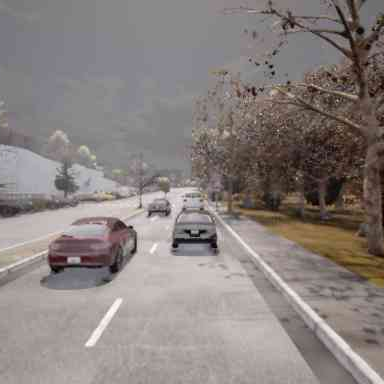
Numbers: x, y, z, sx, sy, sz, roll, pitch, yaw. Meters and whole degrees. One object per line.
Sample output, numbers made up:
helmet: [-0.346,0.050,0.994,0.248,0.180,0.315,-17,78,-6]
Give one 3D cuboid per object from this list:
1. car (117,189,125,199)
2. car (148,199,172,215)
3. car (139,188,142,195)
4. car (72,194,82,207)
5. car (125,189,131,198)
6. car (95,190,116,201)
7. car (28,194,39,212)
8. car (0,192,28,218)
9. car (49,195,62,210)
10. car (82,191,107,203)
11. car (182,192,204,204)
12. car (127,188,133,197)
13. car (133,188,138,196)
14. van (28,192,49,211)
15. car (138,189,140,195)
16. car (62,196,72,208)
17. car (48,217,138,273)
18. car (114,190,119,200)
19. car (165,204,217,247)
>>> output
car: [-16.812,0.622,66.105,5.566,2.045,2.435,-1,1,-20]
car: [-2.899,1.336,30.509,2.033,1.411,5.357,0,1,0]
car: [-16.812,0.355,90.109,5.008,1.535,2.097,-1,2,-20]
car: [-16.824,1.184,42.088,4.792,1.488,2.163,-1,0,-20]
car: [-16.659,0.764,72.161,5.366,1.575,1.946,-1,1,-20]
car: [-17.010,0.953,60.016,5.366,1.575,1.946,-1,1,-20]
car: [-16.851,1.289,30.123,4.892,1.521,2.231,-1,1,-20]
car: [-16.837,1.069,27.152,5.566,2.045,2.435,-1,0,-20]
car: [-16.826,1.096,36.096,4.553,1.767,2.185,-1,1,-20]
car: [-16.816,1.051,54.093,4.792,1.488,2.163,-1,0,-20]
car: [0.100,0.962,34.874,2.150,2.045,5.566,0,1,0]
car: [-16.857,0.462,75.084,5.566,2.045,2.435,-1,1,-20]
car: [-16.855,0.385,84.096,4.553,1.767,2.185,-1,1,-20]
van: [-16.967,1.031,33.060,4.442,1.987,1.878,-1,1,-20]
car: [-16.824,0.474,87.110,4.674,1.452,2.002,-1,1,-20]
car: [-16.847,1.229,39.070,4.674,1.452,2.002,-1,1,-20]
car: [-2.913,1.499,10.490,1.812,1.442,4.674,0,0,0]
car: [-16.841,0.953,63.089,4.674,1.452,2.002,-1,1,-20]
car: [0.100,1.495,14.740,2.033,1.411,5.357,0,0,0]
